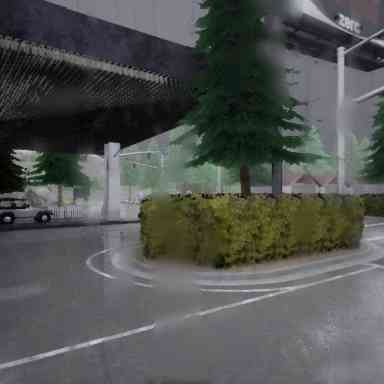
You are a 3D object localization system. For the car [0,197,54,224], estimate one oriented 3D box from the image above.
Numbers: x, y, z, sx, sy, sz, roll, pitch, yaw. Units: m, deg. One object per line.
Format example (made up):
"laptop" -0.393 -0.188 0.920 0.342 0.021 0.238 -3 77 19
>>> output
"car" -11.982 1.313 23.468 3.866 1.878 1.905 0 0 -36
